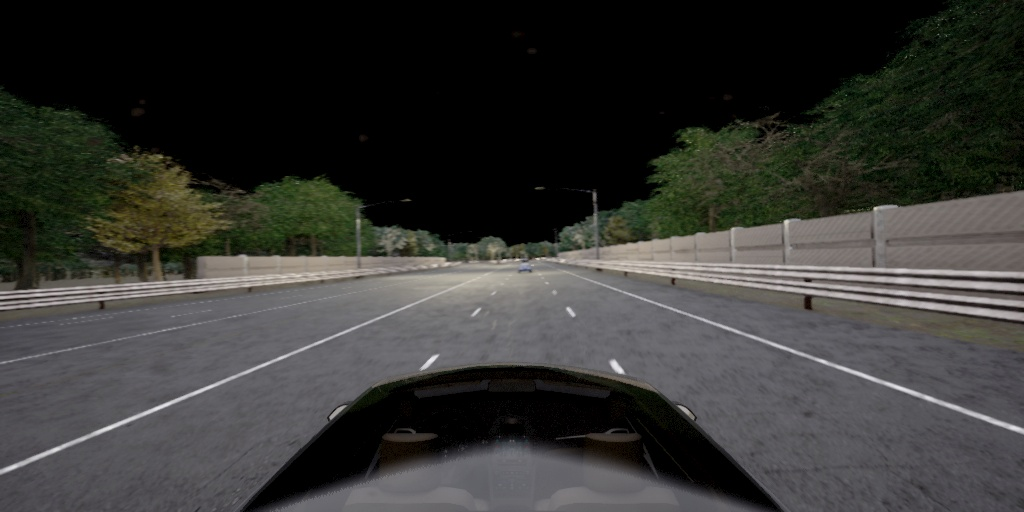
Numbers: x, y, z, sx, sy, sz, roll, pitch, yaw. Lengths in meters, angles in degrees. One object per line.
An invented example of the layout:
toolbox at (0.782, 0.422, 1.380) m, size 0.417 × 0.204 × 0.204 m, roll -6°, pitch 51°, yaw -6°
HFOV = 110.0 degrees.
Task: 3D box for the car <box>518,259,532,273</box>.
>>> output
car at (1.825, 1.589, 49.809) m, size 2.033 × 1.411 × 5.357 m, roll -2°, pitch 0°, yaw 3°
